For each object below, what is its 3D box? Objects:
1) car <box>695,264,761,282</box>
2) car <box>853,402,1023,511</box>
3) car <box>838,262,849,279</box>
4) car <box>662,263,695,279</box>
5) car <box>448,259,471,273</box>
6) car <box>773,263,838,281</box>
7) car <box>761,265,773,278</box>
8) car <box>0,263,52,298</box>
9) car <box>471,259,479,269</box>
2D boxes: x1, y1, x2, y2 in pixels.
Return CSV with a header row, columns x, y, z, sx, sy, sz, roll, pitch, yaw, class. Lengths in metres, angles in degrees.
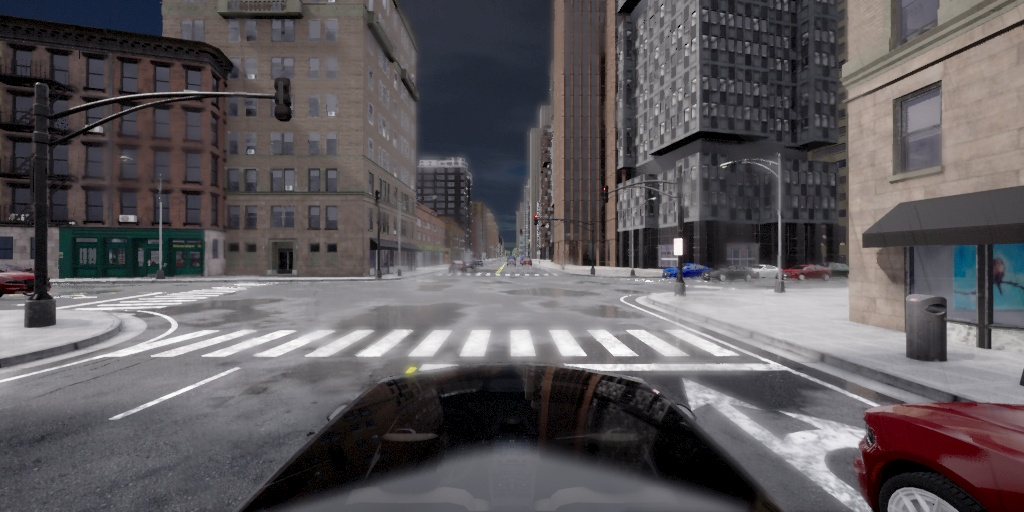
x,y,z,sx,sy,sz,roll,pitch,yaw,class
19.276,1.514,32.067,4.892,1.490,1.837,1,0,-17,car
3.353,1.228,0.439,1.882,1.535,5.008,0,0,0,car
35.015,1.571,39.664,4.553,1.767,2.097,1,0,-13,car
17.024,1.487,34.810,5.008,1.535,1.882,1,0,-16,car
-6.676,1.284,44.741,1.812,1.442,4.674,0,0,0,car
28.327,1.594,34.640,5.008,1.535,1.882,1,0,-15,car
26.006,1.639,37.381,4.674,1.442,1.812,1,0,-15,car
-22.331,0.962,14.468,5.008,1.535,1.882,1,0,-17,car
-6.688,1.253,54.953,2.128,1.511,4.902,0,0,0,car
